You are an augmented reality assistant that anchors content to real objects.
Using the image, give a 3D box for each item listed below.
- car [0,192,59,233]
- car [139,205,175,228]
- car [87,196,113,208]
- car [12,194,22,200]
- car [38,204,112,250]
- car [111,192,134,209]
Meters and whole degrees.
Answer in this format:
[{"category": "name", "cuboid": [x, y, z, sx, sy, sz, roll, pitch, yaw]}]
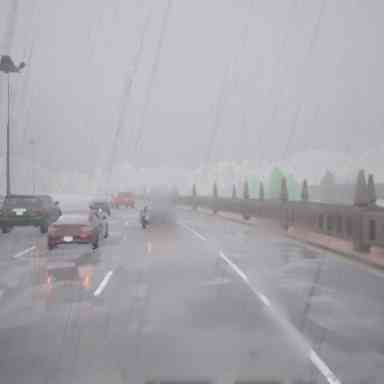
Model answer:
[{"category": "car", "cuboid": [-9.064, 1.129, 19.068, 2.150, 2.045, 5.566, 0, 0, -11]}, {"category": "car", "cuboid": [-2.347, 1.473, 21.053, 1.895, 1.301, 4.718, 0, 0, -12]}, {"category": "car", "cuboid": [-8.803, 1.332, 31.470, 1.837, 1.490, 4.892, 0, 0, -18]}, {"category": "car", "cuboid": [-40.104, 1.099, 76.340, 1.895, 1.301, 4.718, 0, 0, -25]}, {"category": "car", "cuboid": [-4.634, 1.451, 13.896, 1.812, 1.442, 4.674, 0, 0, -8]}, {"category": "car", "cuboid": [-8.597, 0.987, 40.953, 2.150, 2.045, 5.566, 0, 0, -22]}]
